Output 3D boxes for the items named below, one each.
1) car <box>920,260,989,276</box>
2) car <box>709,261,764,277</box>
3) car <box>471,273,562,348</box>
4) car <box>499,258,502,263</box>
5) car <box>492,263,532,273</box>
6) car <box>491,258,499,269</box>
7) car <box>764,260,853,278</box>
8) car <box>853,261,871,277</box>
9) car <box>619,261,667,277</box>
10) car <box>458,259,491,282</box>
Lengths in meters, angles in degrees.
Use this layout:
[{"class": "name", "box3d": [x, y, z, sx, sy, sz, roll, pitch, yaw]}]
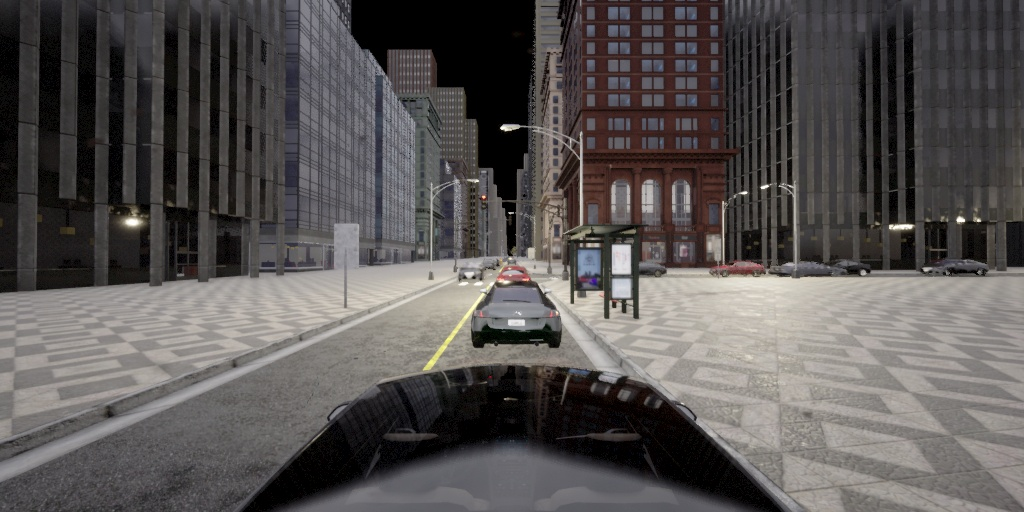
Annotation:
[{"class": "car", "box3d": [40.820, 1.085, 33.154, 4.902, 1.511, 2.128, 0, -1, 1]}, {"class": "car", "box3d": [20.798, 1.194, 33.208, 4.674, 1.442, 1.812, 0, -1, 0]}, {"class": "car", "box3d": [0.096, 1.314, 9.243, 1.994, 1.385, 4.181, 0, 0, 0]}, {"class": "car", "box3d": [-3.094, 1.129, 61.206, 1.882, 1.535, 5.008, 0, 0, 0]}, {"class": "car", "box3d": [0.112, 1.269, 19.078, 1.812, 1.442, 4.674, 0, 0, 1]}, {"class": "car", "box3d": [-3.112, 1.194, 47.715, 1.837, 1.490, 4.892, 0, 0, 0]}, {"class": "car", "box3d": [24.670, 1.169, 29.998, 5.357, 1.411, 2.033, 0, -1, 0]}, {"class": "car", "box3d": [30.155, 1.113, 33.193, 5.008, 1.535, 1.882, 0, -1, 0]}, {"class": "car", "box3d": [11.861, 1.225, 33.210, 4.674, 1.442, 1.812, 0, -1, -2]}, {"class": "car", "box3d": [-3.111, 1.218, 28.505, 2.128, 1.511, 4.902, 0, 0, 0]}]
